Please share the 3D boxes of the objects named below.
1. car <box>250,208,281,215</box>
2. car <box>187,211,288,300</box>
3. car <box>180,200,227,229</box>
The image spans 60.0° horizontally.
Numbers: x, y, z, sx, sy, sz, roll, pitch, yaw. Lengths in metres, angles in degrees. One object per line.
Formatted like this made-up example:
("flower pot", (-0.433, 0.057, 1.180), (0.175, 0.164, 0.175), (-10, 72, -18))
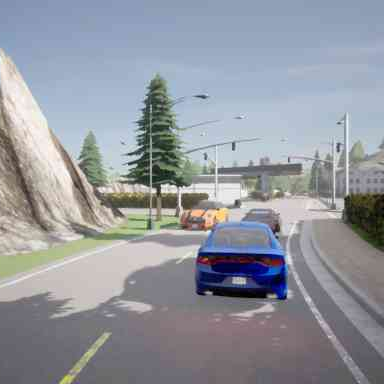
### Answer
("car", (3.720, 1.564, 17.739), (1.994, 1.385, 4.181), (0, 0, 17))
("car", (1.304, 1.478, 8.553), (1.882, 1.535, 5.008), (0, 0, 10))
("car", (0.868, 1.351, 21.060), (2.097, 1.767, 4.553), (0, 0, 19))
